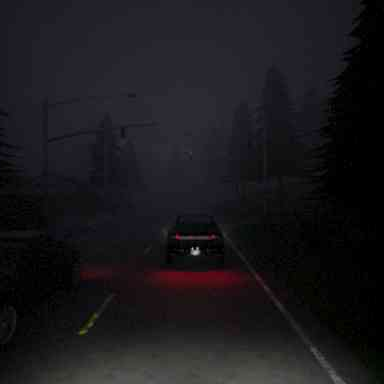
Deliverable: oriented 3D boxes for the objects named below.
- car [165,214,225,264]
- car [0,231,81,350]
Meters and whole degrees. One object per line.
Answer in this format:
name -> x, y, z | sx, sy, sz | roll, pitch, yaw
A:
car -> 0.098, 1.521, 11.877 | 2.128, 1.511, 4.902 | 0, 0, 0
car -> -3.564, 1.542, 6.353 | 1.812, 1.442, 4.674 | 0, 0, 0
